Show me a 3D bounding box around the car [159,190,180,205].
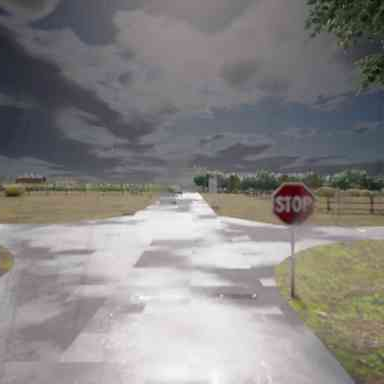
[{"bbox_3d":[-2.758,0.813,38.585,1.895,1.301,4.718,0,1,0],"label":"car"}]

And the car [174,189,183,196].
[{"bbox_3d":[-2.764,0.094,64.602,1.895,1.301,4.718,0,1,0],"label":"car"}]
